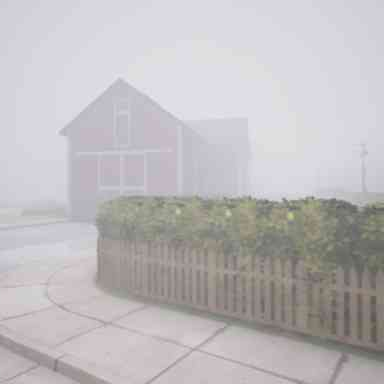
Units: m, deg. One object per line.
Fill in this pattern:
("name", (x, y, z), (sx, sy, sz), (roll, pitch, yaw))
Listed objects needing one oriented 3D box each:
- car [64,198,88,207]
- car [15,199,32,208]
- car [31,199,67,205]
("car", (-19.897, 1.805, 57.217), (1.994, 1.385, 4.181), (0, 0, 14))
("car", (-24.906, 1.794, 51.917), (2.033, 1.411, 5.357), (0, 0, 14))
("car", (-19.629, 1.664, 45.977), (1.816, 1.474, 4.193), (-6, -1, 11))
